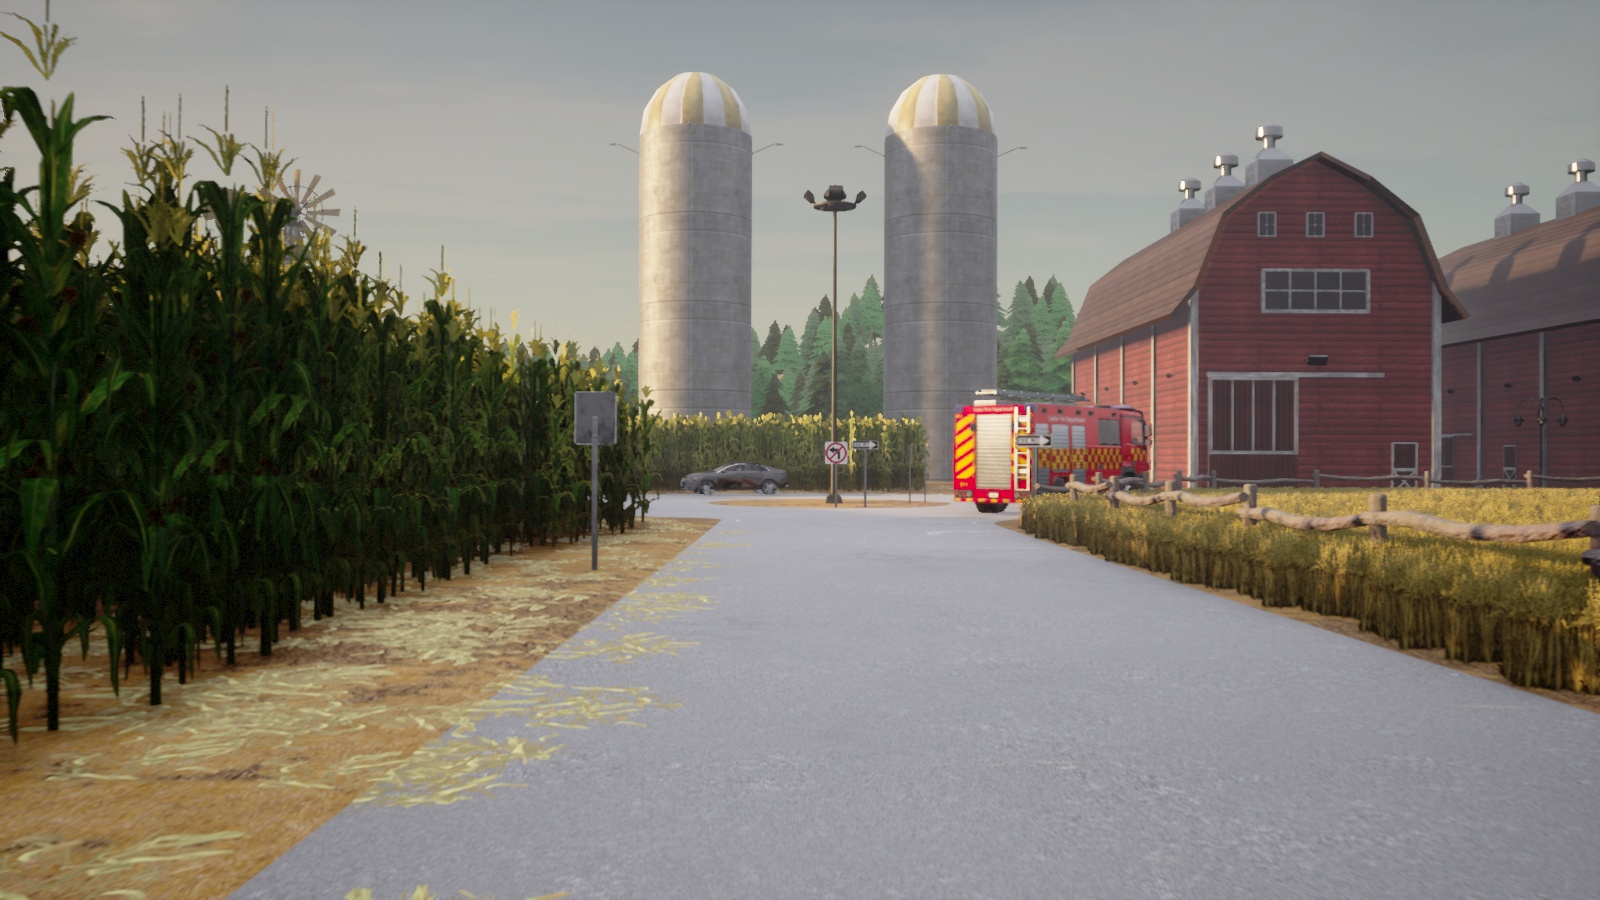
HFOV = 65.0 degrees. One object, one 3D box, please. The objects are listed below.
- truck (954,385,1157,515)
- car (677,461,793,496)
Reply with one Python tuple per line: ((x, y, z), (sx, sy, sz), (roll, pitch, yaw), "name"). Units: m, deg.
((8.572, 0.023, 41.190), (2.891, 3.827, 8.468), (0, 0, 39), "truck")
((-2.960, 1.281, 56.806), (4.902, 1.511, 2.128), (0, 0, -16), "car")
